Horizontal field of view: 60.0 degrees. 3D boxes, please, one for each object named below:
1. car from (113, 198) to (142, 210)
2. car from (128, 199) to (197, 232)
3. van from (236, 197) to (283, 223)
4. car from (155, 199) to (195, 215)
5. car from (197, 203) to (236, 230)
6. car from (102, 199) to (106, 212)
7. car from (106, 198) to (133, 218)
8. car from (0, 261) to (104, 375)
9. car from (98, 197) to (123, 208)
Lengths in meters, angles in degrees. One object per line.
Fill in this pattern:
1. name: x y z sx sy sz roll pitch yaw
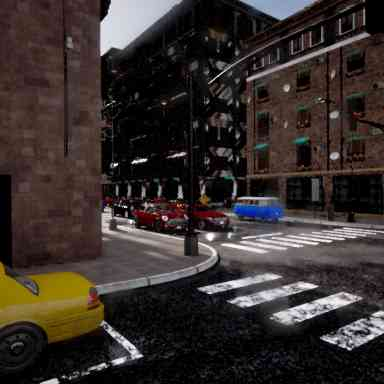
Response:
1. car: -8.417 1.463 43.244 1.887 1.381 4.507 -1 0 -36
2. car: -1.883 1.441 20.016 1.967 1.590 4.097 0 0 -36
3. van: 4.904 1.280 24.931 1.690 1.788 3.998 0 0 -36
4. car: -1.857 1.449 34.225 1.752 1.417 4.829 0 0 -36
5. car: 0.416 1.508 21.261 1.812 1.442 4.674 -1 0 -34
6. car: -11.903 1.182 38.205 2.150 2.045 5.566 -1 0 -36
7. car: -5.630 1.473 29.566 1.837 1.490 4.892 -1 0 -36
8. car: -3.574 1.525 4.015 4.829 1.417 1.752 0 0 -36
9. car: -11.748 1.463 47.822 1.887 1.381 4.507 -1 0 -36
